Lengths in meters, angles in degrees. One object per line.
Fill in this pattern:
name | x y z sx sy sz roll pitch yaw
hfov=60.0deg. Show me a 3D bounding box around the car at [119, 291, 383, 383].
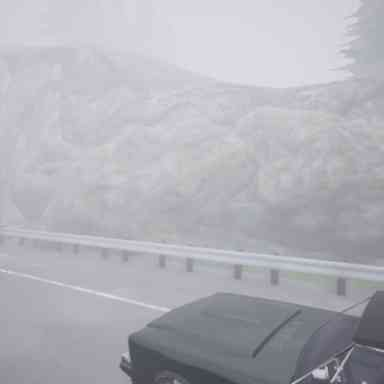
car | 1.612 1.593 2.754 4.718 1.301 1.895 0 0 35
